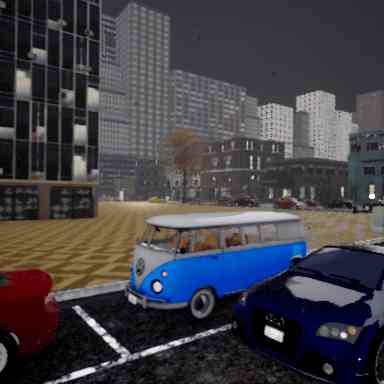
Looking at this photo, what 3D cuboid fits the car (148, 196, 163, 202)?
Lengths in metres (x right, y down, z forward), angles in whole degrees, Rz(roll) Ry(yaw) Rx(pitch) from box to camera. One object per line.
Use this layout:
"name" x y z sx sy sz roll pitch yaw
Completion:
"car" -9.556 1.851 86.591 1.752 1.417 4.829 1 -1 -35

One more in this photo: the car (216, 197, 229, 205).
"car" 6.393 1.633 63.671 1.967 1.590 4.097 1 -1 -35

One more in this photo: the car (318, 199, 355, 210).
"car" 19.710 1.651 44.594 1.947 1.339 4.313 1 -1 -35

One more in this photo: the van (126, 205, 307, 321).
"van" 0.686 1.333 6.993 3.998 1.788 1.690 0 1 -35

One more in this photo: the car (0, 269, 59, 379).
"car" -3.911 1.547 3.716 4.507 1.381 1.887 0 1 -36

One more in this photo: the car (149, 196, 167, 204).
"car" -6.762 1.667 67.849 1.752 1.417 4.829 1 -1 -35

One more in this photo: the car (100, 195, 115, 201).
"car" -22.573 1.800 90.661 1.752 1.417 4.829 1 -1 -35

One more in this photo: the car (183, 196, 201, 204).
"car" 0.027 1.685 72.765 1.967 1.590 4.097 1 -1 -35

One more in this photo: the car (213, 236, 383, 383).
"car" 2.628 1.555 5.250 4.181 1.385 1.994 0 0 -35

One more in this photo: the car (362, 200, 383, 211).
"car" 22.833 1.610 40.088 2.008 1.369 4.403 1 -1 -35

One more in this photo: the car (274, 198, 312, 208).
"car" 12.008 1.423 40.544 1.967 1.590 4.097 1 -1 -35

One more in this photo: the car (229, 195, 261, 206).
"car" 8.376 1.571 50.582 1.837 1.490 4.892 1 -1 -35

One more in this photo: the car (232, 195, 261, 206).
"car" 9.583 1.482 59.129 2.192 1.841 5.009 1 -1 -35

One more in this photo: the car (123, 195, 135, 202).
"car" -16.345 1.788 81.676 1.947 1.339 4.313 1 -1 -35

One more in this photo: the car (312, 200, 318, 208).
"car" 16.588 1.692 49.097 1.802 1.307 4.206 1 -1 -35

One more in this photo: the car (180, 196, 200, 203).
"car" -0.498 1.281 63.548 2.128 1.511 4.902 1 -1 -35
